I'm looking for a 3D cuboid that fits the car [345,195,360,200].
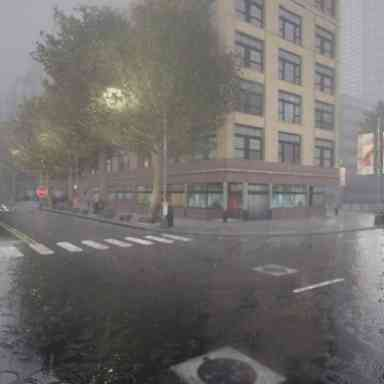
[{"bbox_3d":[39.267,2.080,84.155,2.002,1.452,4.674,1,0,-36],"label":"car"}]
